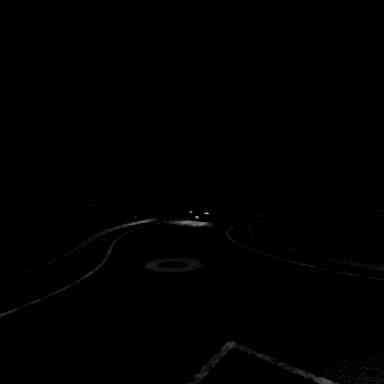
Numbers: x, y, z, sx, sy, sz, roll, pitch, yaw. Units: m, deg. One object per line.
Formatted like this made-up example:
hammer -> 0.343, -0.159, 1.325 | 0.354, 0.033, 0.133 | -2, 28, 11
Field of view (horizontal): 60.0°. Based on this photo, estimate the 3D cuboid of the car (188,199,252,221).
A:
car -> 2.173, 1.204, 23.704 | 2.033, 1.411, 5.357 | 0, 2, 44
